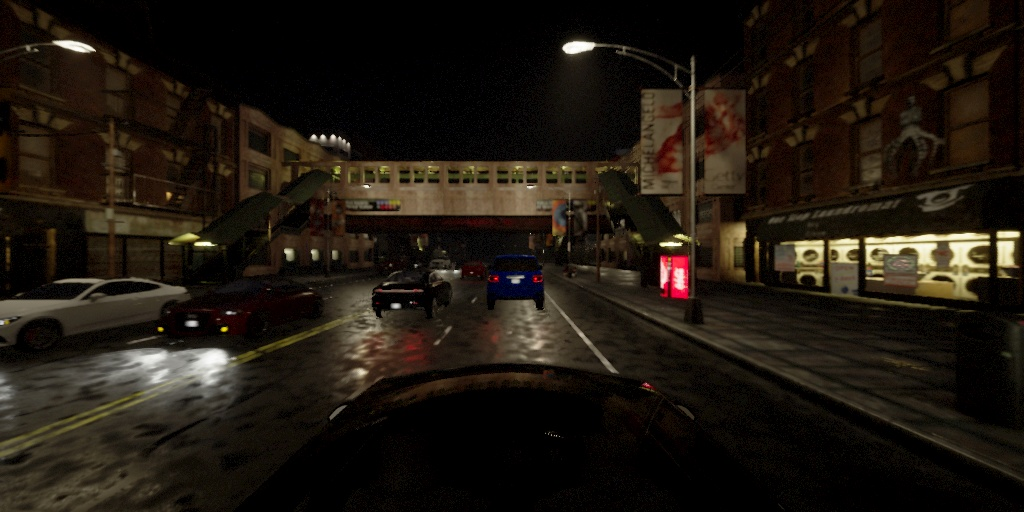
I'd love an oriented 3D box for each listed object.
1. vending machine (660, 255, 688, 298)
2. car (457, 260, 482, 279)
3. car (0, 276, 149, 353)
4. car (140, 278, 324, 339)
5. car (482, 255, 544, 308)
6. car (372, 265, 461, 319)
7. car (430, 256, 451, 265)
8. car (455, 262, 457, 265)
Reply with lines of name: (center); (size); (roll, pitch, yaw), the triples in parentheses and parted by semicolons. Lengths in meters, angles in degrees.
vending machine: (7.421, 0.954, 16.460); (1.100, 2.100, 0.880); (0, 0, 0)
car: (-3.333, 1.226, 31.926); (1.882, 1.535, 5.008); (0, 0, 0)
car: (-10.584, 1.265, 8.950); (1.812, 1.442, 4.674); (0, 0, 0)
car: (-7.081, 1.307, 9.922); (1.994, 1.385, 4.181); (0, 0, 0)
car: (0.133, 0.973, 15.211); (2.150, 2.045, 5.566); (0, 0, 0)
car: (-3.368, 1.239, 12.837); (2.128, 1.511, 4.902); (0, 0, 0)
car: (-10.338, 0.965, 52.092); (2.150, 2.045, 5.566); (0, 0, 1)
car: (-6.874, 1.272, 50.503); (1.812, 1.442, 4.674); (0, 0, 1)
